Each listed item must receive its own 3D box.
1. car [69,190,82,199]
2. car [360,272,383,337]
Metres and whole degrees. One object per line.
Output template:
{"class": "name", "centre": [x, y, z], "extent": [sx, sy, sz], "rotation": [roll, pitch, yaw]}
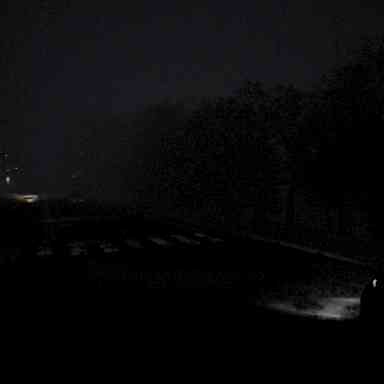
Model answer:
{"class": "car", "centre": [-20.036, 0.446, 57.239], "extent": [2.128, 1.511, 4.902], "rotation": [-1, 1, -24]}
{"class": "car", "centre": [4.105, 1.391, 3.626], "extent": [1.994, 1.385, 4.181], "rotation": [-1, 1, -24]}
